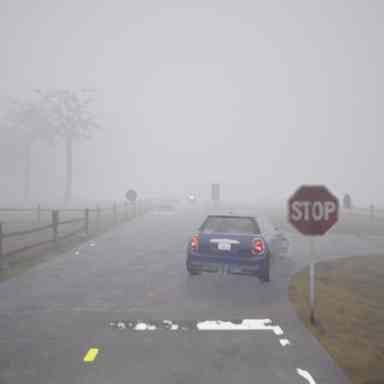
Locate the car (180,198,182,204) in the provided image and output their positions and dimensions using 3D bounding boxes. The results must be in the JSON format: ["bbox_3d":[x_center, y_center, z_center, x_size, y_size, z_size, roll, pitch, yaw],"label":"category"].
[{"bbox_3d":[-2.807,1.382,56.396,1.837,1.490,4.892,0,-1,1],"label":"car"}]

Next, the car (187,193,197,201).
[{"bbox_3d":[0.007,1.101,71.763,2.097,1.767,4.553,0,0,0],"label":"car"}]

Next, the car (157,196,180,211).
[{"bbox_3d":[-2.843,1.433,38.127,2.033,1.411,5.357,0,0,0],"label":"car"}]

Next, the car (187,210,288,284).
[{"bbox_3d":[1.528,1.313,9.883,2.097,1.767,4.553,1,0,21],"label":"car"}]

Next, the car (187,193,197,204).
[{"bbox_3d":[0.006,1.423,61.157,2.033,1.411,5.357,0,0,0],"label":"car"}]
